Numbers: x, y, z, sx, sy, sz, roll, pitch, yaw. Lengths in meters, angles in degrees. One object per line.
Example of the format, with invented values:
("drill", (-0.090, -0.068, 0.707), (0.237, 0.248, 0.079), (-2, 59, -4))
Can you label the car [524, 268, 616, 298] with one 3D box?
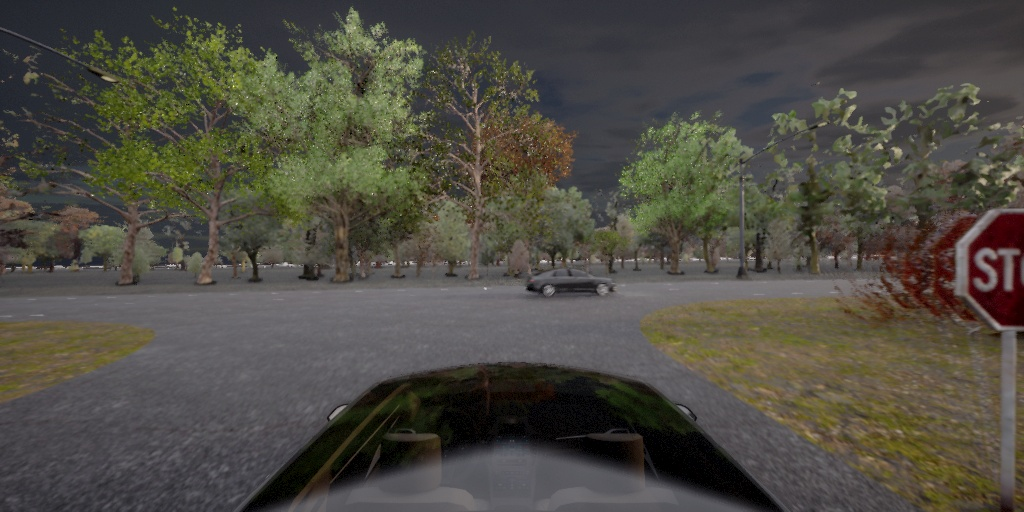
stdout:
("car", (3.102, 1.382, 19.247), (4.892, 1.490, 1.837), (-1, 0, -8))
